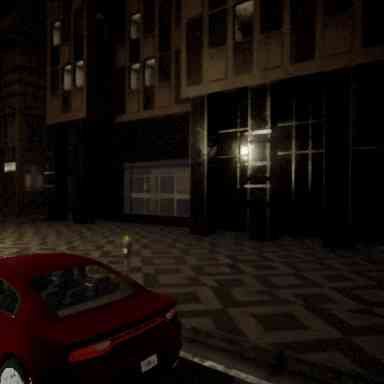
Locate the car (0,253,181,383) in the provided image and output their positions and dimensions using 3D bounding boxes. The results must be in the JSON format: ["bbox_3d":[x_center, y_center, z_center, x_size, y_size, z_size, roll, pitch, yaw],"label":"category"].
[{"bbox_3d":[-2.233,1.525,4.554,4.507,1.381,1.887,0,0,36],"label":"car"}]
